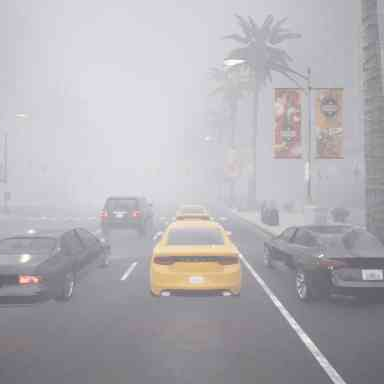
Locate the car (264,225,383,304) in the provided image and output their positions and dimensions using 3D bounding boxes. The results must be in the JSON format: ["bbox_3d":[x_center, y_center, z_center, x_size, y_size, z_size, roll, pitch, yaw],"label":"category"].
[{"bbox_3d":[3.164,1.513,8.227,2.161,1.482,4.786,0,0,-1],"label":"car"}]

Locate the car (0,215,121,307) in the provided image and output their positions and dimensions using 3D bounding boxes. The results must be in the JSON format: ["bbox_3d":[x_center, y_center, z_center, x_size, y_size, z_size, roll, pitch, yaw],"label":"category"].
[{"bbox_3d":[-3.424,1.547,8.206,2.033,1.411,5.357,0,0,0],"label":"car"}]

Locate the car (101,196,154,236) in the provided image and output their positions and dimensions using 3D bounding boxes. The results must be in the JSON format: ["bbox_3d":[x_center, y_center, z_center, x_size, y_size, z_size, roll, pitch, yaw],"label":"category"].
[{"bbox_3d":[-3.467,1.222,18.565,2.150,2.045,5.566,0,0,0],"label":"car"}]

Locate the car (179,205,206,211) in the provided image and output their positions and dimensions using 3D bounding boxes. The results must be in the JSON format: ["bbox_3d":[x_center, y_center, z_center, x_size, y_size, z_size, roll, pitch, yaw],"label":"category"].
[{"bbox_3d":[0.031,1.478,18.836,1.882,1.535,5.008,0,0,0],"label":"car"}]

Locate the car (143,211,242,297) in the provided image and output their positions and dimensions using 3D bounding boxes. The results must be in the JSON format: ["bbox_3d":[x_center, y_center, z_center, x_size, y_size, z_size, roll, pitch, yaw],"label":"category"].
[{"bbox_3d":[0.070,1.478,8.637,1.882,1.535,5.008,0,0,0],"label":"car"}]
